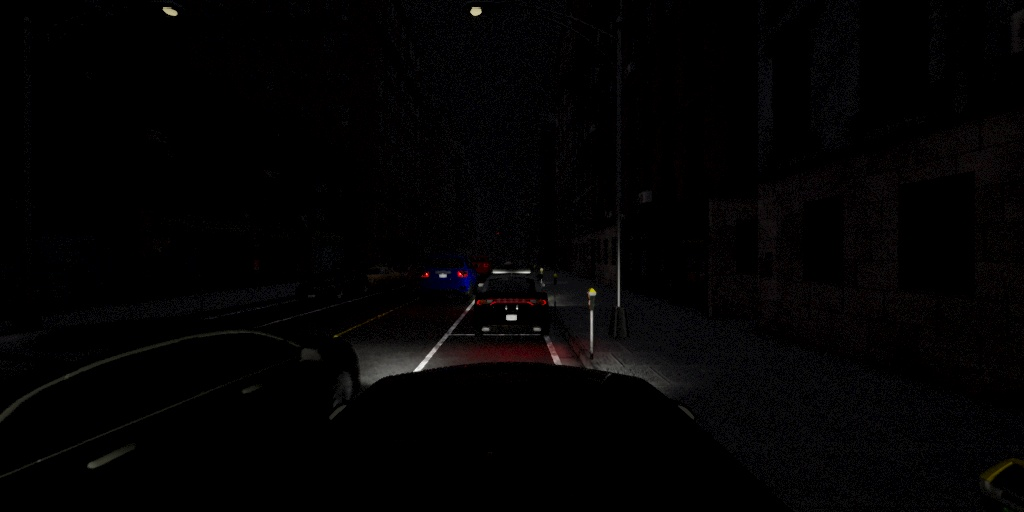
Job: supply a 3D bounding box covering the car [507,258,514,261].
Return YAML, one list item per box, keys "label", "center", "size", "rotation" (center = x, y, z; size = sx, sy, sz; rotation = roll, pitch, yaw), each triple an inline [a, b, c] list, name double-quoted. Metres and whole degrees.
- label: "car"
  center: [-0.383, 1.269, 39.031]
  size: [1.751, 1.417, 4.829]
  rotation: [0, 0, 0]

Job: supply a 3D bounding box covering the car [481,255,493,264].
- label: "car"
  center: [-3.020, 0.969, 33.386]
  size: [2.150, 2.045, 5.566]
  rotation: [0, 0, 1]

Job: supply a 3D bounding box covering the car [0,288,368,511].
- label: "car"
  center: [-2.920, 1.254, 2.789]
  size: [1.837, 1.490, 4.892]
  rotation: [0, 0, 0]

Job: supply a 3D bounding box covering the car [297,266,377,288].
- label: "car"
  center: [-8.408, 1.315, 17.218]
  size: [1.948, 1.339, 4.313]
  rotation: [0, 0, 0]

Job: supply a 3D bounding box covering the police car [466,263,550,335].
- label: "police car"
  center: [-0.012, 1.175, 10.610]
  size: [1.930, 1.638, 5.238]
  rotation: [0, 0, 0]

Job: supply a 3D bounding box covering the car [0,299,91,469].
- label: "car"
  center: [-5.869, 1.241, 1.645]
  size: [2.128, 1.511, 4.902]
  rotation: [0, 0, 0]

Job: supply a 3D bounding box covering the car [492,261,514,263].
- label: "car"
  center: [-0.383, 1.315, 28.035]
  size: [1.948, 1.339, 4.313]
  rotation: [0, 0, 0]

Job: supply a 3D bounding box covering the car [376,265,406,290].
- label: "car"
  center: [-8.408, 1.275, 22.461]
  size: [1.751, 1.417, 4.829]
  rotation: [0, 0, 0]

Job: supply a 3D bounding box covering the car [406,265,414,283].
- label: "car"
  center: [-8.408, 1.331, 28.044]
  size: [1.802, 1.307, 4.207]
  rotation: [0, 0, 0]

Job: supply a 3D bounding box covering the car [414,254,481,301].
- label: "car"
  center: [-2.914, 0.964, 17.513]
  size: [2.150, 2.045, 5.566]
  rotation: [0, -1, -1]
